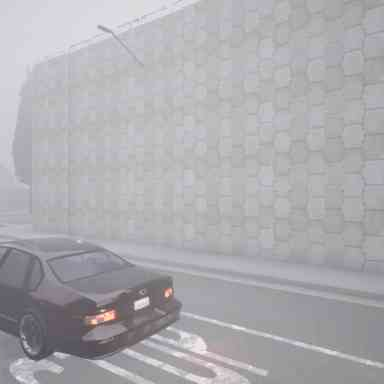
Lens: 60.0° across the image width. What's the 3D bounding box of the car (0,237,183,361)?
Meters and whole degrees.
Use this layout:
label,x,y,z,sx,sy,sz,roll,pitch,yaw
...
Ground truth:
label,x,y,z,sx,sy,sz,roll,pitch,yaw
car,-2.725,1.547,5.927,5.357,1.411,2.033,0,0,35
